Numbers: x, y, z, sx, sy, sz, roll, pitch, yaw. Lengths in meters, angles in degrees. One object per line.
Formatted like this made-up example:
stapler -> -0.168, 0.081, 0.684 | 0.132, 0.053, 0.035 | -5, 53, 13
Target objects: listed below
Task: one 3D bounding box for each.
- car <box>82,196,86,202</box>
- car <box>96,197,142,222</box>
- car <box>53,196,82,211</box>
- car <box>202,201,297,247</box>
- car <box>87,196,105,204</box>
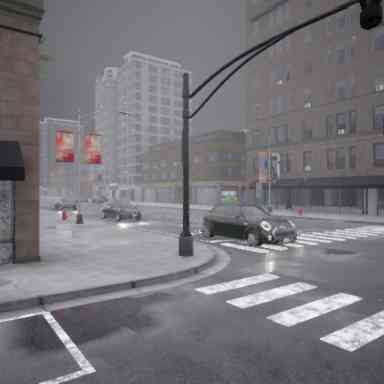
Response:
car -> -21.408, 1.448, 59.638 | 2.033, 1.411, 5.357 | 0, 0, -36
car -> -5.670, 1.466, 26.419 | 1.837, 1.490, 4.892 | 0, 1, -36
car -> -15.039, 1.448, 39.415 | 1.837, 1.490, 4.892 | 0, 0, -36
car -> 2.479, 1.338, 15.145 | 2.097, 1.767, 4.553 | 0, 0, -36
car -> -16.158, 1.408, 57.908 | 1.837, 1.490, 4.892 | 0, 0, -36
